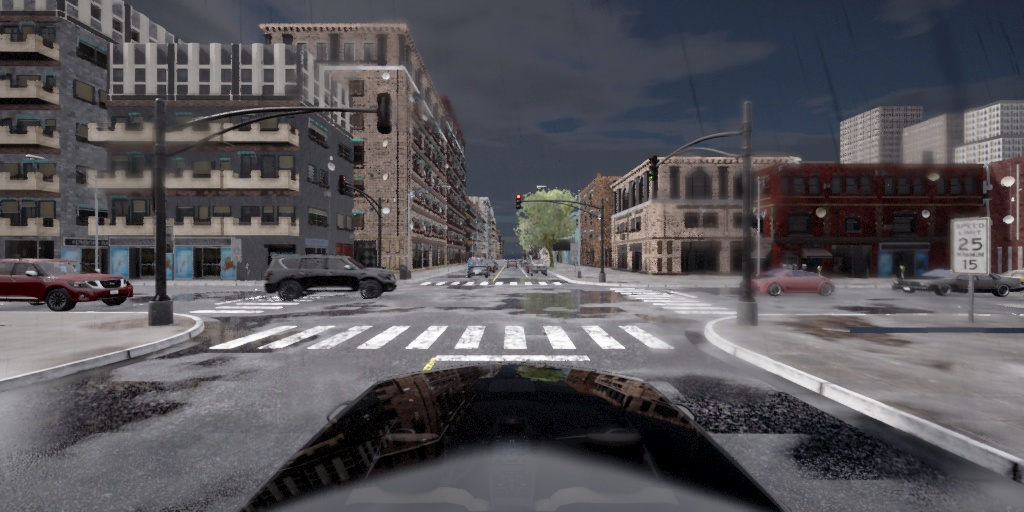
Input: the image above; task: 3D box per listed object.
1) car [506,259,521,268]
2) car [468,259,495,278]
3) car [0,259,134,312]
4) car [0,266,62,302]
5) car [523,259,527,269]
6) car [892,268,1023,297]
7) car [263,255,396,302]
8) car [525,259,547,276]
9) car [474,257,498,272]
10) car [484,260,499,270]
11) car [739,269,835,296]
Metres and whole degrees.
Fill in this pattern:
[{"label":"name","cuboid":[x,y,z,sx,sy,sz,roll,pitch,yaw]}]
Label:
[{"label":"car","cuboid":[-0.005,1.319,63.366,2.128,1.511,4.902,0,0,0]},{"label":"car","cuboid":[-3.105,1.266,34.360,2.128,1.511,4.902,0,0,0]},{"label":"car","cuboid":[-17.278,1.013,13.289,5.009,1.841,2.192,0,0,0]},{"label":"car","cuboid":[-23.388,1.205,15.836,4.674,1.442,1.812,0,0,0]},{"label":"car","cuboid":[2.687,1.228,42.707,1.967,1.591,4.097,0,0,0]},{"label":"car","cuboid":[24.018,1.412,19.376,5.357,1.411,2.033,0,0,0]},{"label":"car","cuboid":[-8.365,0.967,16.865,5.566,2.045,2.150,0,0,-13]},{"label":"car","cuboid":[2.687,1.330,37.010,2.007,1.370,4.403,0,0,0]},{"label":"car","cuboid":[-3.102,1.143,44.254,2.097,1.767,4.553,0,0,0]},{"label":"car","cuboid":[-3.090,1.372,54.264,1.994,1.385,4.181,0,0,0]},{"label":"car","cuboid":[14.717,1.387,19.308,4.181,1.385,1.994,0,0,0]}]
